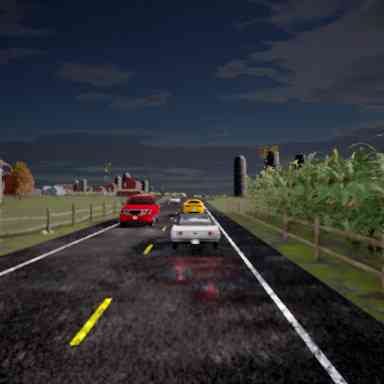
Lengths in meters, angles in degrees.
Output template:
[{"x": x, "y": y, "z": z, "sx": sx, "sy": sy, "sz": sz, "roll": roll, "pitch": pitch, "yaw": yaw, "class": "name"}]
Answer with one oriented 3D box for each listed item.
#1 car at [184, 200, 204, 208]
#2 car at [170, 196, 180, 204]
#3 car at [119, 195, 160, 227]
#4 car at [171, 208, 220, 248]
[{"x": 0.178, "y": 1.497, "z": 33.257, "sx": 1.882, "sy": 1.535, "sz": 5.008, "roll": 0, "pitch": 0, "yaw": 0, "class": "car"}, {"x": -3.344, "y": 1.591, "z": 65.715, "sx": 1.812, "sy": 1.442, "sz": 4.674, "roll": 0, "pitch": 0, "yaw": 1, "class": "car"}, {"x": -3.544, "y": 1.229, "z": 23.439, "sx": 2.150, "sy": 2.045, "sz": 5.566, "roll": 0, "pitch": 0, "yaw": 0, "class": "car"}, {"x": 0.134, "y": 1.606, "z": 14.853, "sx": 1.895, "sy": 1.301, "sz": 4.718, "roll": 0, "pitch": 0, "yaw": 0, "class": "car"}]
